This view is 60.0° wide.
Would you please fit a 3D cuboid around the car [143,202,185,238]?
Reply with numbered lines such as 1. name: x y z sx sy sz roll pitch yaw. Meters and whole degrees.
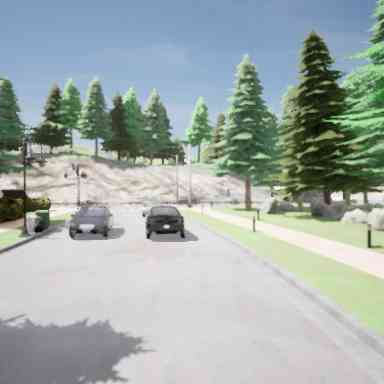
1. car: -1.517 1.468 17.684 1.882 1.535 5.008 0 -1 -8

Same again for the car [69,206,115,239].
1. car: -5.186 1.494 17.628 2.128 1.511 4.902 0 0 -9
